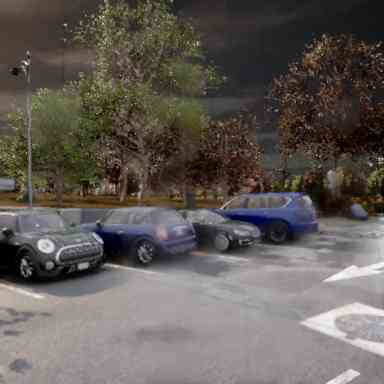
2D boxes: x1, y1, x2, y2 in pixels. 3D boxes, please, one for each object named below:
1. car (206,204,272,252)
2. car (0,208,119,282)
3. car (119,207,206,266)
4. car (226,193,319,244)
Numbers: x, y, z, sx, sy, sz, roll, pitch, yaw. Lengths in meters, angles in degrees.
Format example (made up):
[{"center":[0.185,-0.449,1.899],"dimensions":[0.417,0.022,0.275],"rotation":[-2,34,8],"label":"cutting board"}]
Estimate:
[{"center":[0.319,1.381,13.253],"dimensions":[4.892,1.521,2.231],"rotation":[-1,-1,34],"label":"car"},{"center":[-4.624,1.337,9.758],"dimensions":[4.553,1.767,2.185],"rotation":[-1,-1,34],"label":"car"},{"center":[-2.116,1.295,11.473],"dimensions":[4.553,1.767,2.185],"rotation":[-1,0,34],"label":"car"},{"center":[2.751,1.088,15.010],"dimensions":[5.566,2.045,2.435],"rotation":[-1,0,35],"label":"car"}]
